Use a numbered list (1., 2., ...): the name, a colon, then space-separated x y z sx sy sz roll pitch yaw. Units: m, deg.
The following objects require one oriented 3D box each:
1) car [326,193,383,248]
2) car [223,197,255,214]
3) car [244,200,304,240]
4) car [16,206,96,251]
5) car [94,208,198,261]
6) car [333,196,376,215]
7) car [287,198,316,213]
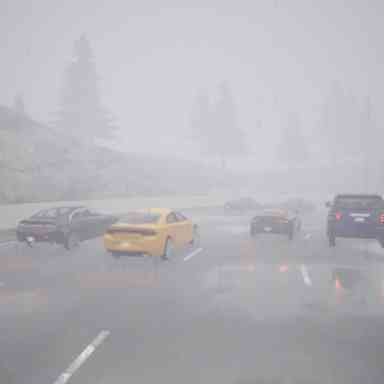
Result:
1. car: 7.007 1.046 14.239 2.150 2.045 5.566 0 1 23
2. car: 4.563 1.142 30.021 1.812 1.442 4.674 0 1 39
3. car: 4.080 1.324 15.941 1.812 1.442 4.674 0 1 23
4. car: -4.633 1.309 13.309 2.128 1.511 4.902 0 1 16
5. car: -1.203 1.320 11.867 1.882 1.535 5.008 0 1 16
6. car: 14.774 1.158 30.126 4.674 1.442 1.812 -1 1 -41
7. car: 9.502 1.191 29.852 1.994 1.385 4.181 1 1 43
